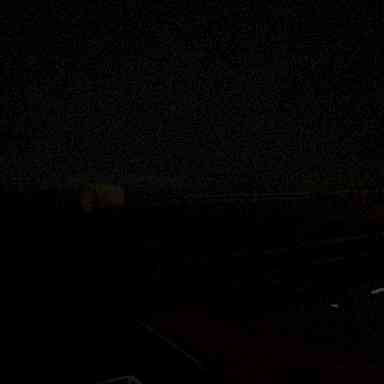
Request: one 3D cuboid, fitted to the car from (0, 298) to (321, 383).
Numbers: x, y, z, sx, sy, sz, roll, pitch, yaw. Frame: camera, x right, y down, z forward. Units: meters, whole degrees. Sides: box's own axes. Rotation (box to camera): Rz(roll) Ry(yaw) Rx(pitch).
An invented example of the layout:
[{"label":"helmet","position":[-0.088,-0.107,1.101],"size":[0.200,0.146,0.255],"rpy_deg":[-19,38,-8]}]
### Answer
[{"label":"car","position":[-1.348,1.601,2.094],"size":[4.718,1.301,1.895],"rpy_deg":[1,0,-35]}]
